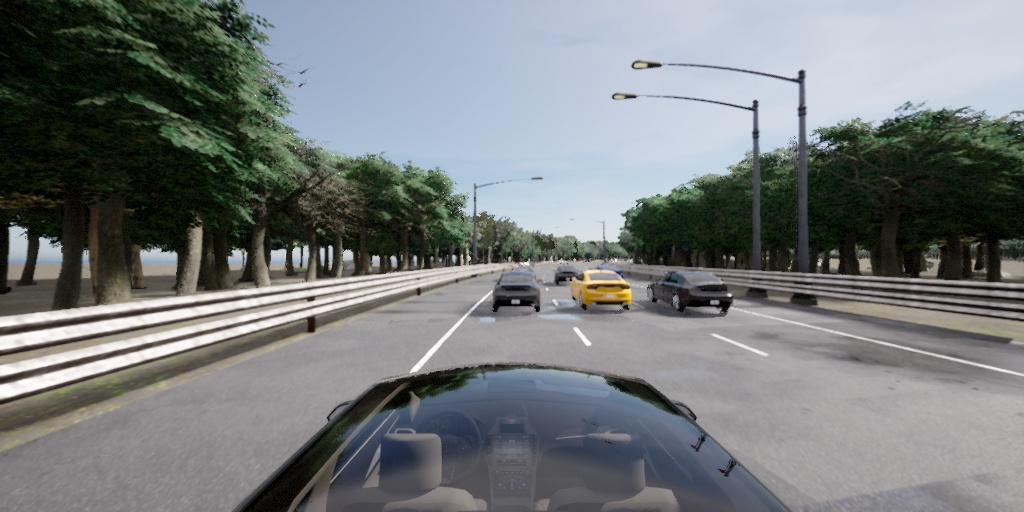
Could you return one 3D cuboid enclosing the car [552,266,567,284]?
[{"bbox_3d":[4.500,1.536,29.922,1.837,1.490,4.892,0,0,5],"label":"car"}]

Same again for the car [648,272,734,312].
[{"bbox_3d":[7.236,1.390,15.030,1.837,1.490,4.892,0,0,2],"label":"car"}]

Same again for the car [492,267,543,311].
[{"bbox_3d":[0.239,1.392,15.226,1.837,1.490,4.892,0,0,2],"label":"car"}]

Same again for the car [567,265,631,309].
[{"bbox_3d":[3.772,1.368,15.865,1.882,1.535,5.008,0,0,3],"label":"car"}]
